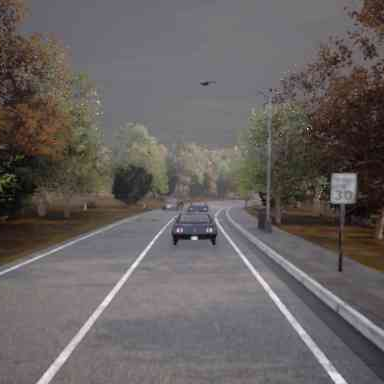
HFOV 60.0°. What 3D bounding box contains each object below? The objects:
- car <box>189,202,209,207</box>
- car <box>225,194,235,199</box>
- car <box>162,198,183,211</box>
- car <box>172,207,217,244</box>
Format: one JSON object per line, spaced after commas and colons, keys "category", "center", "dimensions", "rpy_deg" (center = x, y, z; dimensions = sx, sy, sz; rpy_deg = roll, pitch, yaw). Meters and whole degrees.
{"category": "car", "center": [0.730, 1.576, 31.770], "dimensions": [1.895, 1.301, 4.718], "rpy_deg": [0, 0, 5]}
{"category": "car", "center": [9.155, 1.297, 77.403], "dimensions": [1.812, 1.442, 4.674], "rpy_deg": [2, 1, 24]}
{"category": "car", "center": [-2.188, 1.428, 38.447], "dimensions": [2.128, 1.511, 4.902], "rpy_deg": [1, 0, 8]}
{"category": "car", "center": [0.115, 1.581, 15.698], "dimensions": [1.895, 1.301, 4.718], "rpy_deg": [0, 0, 0]}
